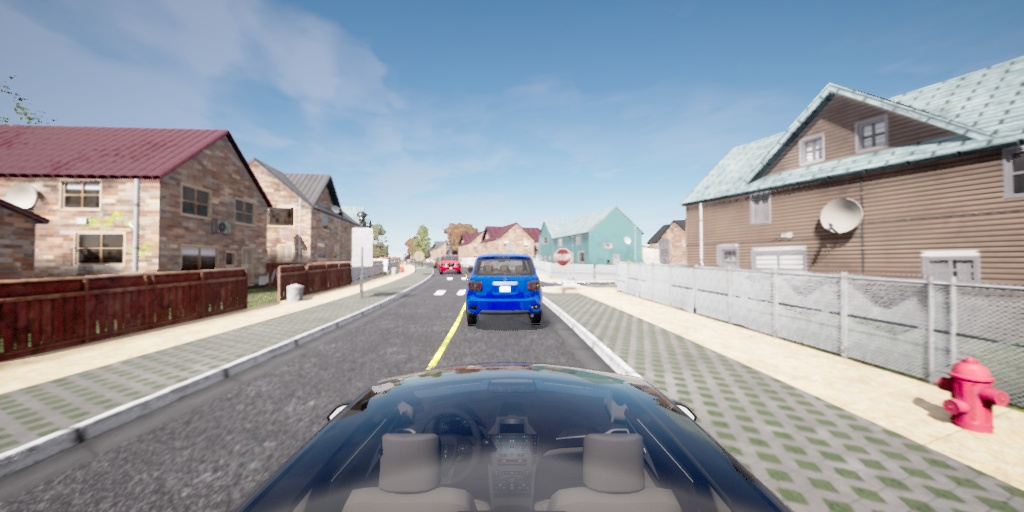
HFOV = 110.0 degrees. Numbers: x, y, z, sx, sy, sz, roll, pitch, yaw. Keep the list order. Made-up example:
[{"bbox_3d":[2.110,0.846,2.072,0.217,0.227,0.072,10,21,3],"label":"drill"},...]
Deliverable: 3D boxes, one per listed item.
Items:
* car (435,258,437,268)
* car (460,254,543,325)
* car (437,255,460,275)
[{"bbox_3d":[-8.903,1.008,48.466,2.097,1.767,4.553,0,0,-14],"label":"car"},{"bbox_3d":[-0.316,0.948,11.948,2.150,2.045,5.566,0,0,-3],"label":"car"},{"bbox_3d":[-6.604,0.892,38.259,2.150,2.045,5.566,0,0,-12],"label":"car"}]
